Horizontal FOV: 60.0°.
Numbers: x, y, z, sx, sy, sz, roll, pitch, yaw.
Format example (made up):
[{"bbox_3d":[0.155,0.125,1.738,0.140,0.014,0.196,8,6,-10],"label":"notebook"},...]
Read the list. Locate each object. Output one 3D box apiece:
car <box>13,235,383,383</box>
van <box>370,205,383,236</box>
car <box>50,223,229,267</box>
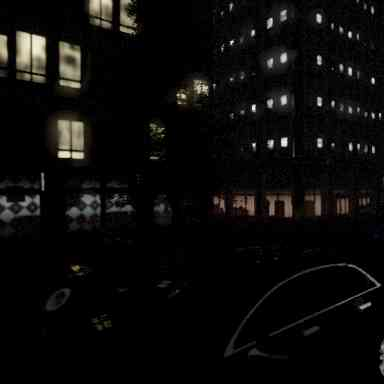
[{"bbox_3d":[0.658,1.498,3.830,4.892,1.490,1.837,-2,1,-35],"label":"car"},{"bbox_3d":[8.343,1.329,12.508,3.998,1.788,1.690,0,-1,-35],"label":"van"},{"bbox_3d":[-0.847,1.438,5.963,4.097,1.590,1.967,0,-1,-35],"label":"car"}]
